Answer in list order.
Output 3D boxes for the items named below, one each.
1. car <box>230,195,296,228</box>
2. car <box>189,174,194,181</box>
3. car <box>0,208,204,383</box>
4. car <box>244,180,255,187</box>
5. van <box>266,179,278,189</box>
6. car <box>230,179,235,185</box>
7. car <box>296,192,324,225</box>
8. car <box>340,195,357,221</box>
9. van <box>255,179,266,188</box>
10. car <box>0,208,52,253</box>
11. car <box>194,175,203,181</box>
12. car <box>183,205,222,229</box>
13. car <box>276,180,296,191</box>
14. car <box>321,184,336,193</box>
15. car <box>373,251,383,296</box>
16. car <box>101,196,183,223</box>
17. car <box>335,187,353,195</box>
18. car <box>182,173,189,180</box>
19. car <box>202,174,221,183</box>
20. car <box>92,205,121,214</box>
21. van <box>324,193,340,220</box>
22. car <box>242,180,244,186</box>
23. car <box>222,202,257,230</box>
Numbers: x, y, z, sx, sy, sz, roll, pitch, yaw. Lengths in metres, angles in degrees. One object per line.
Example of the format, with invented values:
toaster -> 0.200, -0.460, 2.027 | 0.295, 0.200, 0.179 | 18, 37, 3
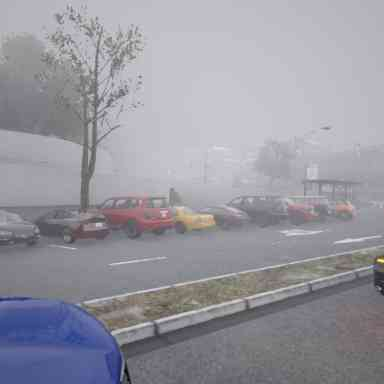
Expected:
car -> 3.801, 1.263, 22.873 | 5.566, 2.045, 2.435 | -1, -1, 35
car -> 2.007, -3.849, 90.936 | 2.185, 1.767, 4.553 | 6, 3, 34
car -> -2.840, 1.220, 1.111 | 5.566, 2.045, 2.150 | 0, 0, -35
car -> 14.296, -1.811, 73.892 | 1.946, 1.575, 5.366 | 7, 3, 35
van -> 17.588, -1.490, 68.683 | 1.878, 1.987, 4.442 | 7, 4, 35
car -> 10.732, -2.316, 78.682 | 2.002, 1.452, 4.674 | 7, 3, 35
car -> 6.318, 1.267, 24.573 | 5.566, 2.045, 2.435 | -1, -1, 35
car -> 11.273, 1.404, 27.983 | 4.553, 1.767, 2.185 | -1, -1, 35
van -> 15.864, -1.763, 71.158 | 1.878, 1.987, 4.442 | 7, 4, 35
car -> -8.435, 1.493, 14.195 | 4.892, 1.521, 2.231 | -1, -1, 35
car -> 3.796, -3.698, 88.466 | 2.435, 2.045, 5.566 | 7, 3, 34
car -> -1.240, 1.503, 19.499 | 5.366, 1.575, 1.946 | -1, -1, 35
car -> 19.343, -0.991, 66.317 | 2.231, 1.521, 4.892 | 7, 3, 35
car -> 24.538, -0.425, 58.920 | 2.435, 2.045, 5.566 | 7, 3, 35
car -> 5.853, 1.515, 7.278 | 4.892, 1.490, 1.837 | 0, 0, -35
car -> -3.563, 1.248, 17.676 | 5.566, 2.045, 2.435 | -1, -1, 35
car -> 26.223, 0.137, 56.444 | 2.002, 1.452, 4.674 | 7, 3, 35
car -> 0.282, -4.084, 93.410 | 2.185, 1.767, 4.553 | 4, 1, 34
car -> 5.642, -3.175, 86.203 | 1.946, 1.575, 5.366 | 7, 3, 34
car -> -6.012, 1.524, 15.936 | 4.792, 1.488, 2.163 | -1, -1, 35
van -> 8.860, 1.297, 26.237 | 4.442, 1.987, 1.878 | -1, -1, 35
car -> 12.469, -2.043, 76.217 | 2.002, 1.452, 4.674 | 7, 4, 35
car -> 1.370, 1.549, 21.121 | 4.674, 1.452, 2.002 | -1, -1, 35
